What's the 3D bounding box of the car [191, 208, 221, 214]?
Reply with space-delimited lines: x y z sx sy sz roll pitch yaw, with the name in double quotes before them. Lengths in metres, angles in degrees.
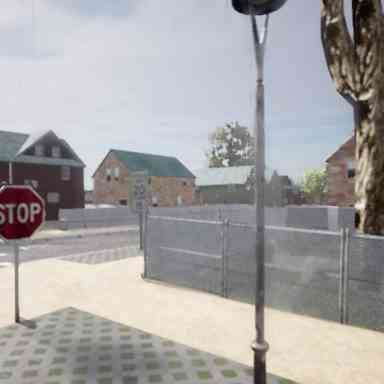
"car" 0.646 2.040 26.136 2.128 1.511 4.902 -2 -3 35
